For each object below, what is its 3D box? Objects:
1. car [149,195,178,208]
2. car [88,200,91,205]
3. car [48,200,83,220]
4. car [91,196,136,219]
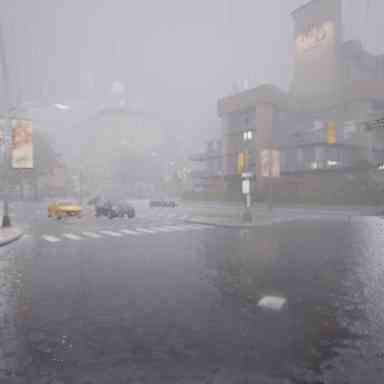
[{"bbox_3d":[-3.908,1.474,44.518,1.895,1.301,4.718,0,0,-36],"label":"car"},{"bbox_3d":[-14.576,1.421,52.681,4.674,1.442,1.812,0,0,39],"label":"car"},{"bbox_3d":[-10.794,1.436,28.146,1.882,1.535,5.008,0,0,-36],"label":"car"},{"bbox_3d":[-6.565,1.290,28.266,2.097,1.767,4.553,0,0,-36],"label":"car"}]
